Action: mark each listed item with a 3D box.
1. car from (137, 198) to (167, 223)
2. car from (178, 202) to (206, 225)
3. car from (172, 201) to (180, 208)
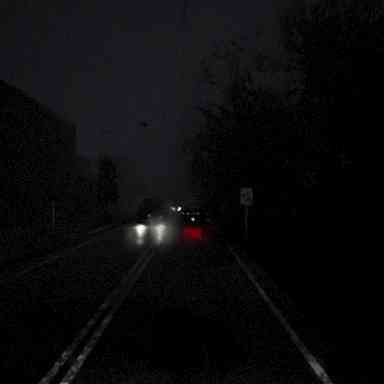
[{"bbox_3d":[-3.373,1.559,28.954,2.150,2.045,5.566,0,-1,0],"label":"car"},{"bbox_3d":[0.075,1.808,26.999,1.837,1.490,4.892,0,-1,0],"label":"car"},{"bbox_3d":[-3.204,2.662,70.542,2.128,1.511,4.902,0,-1,0],"label":"car"}]
